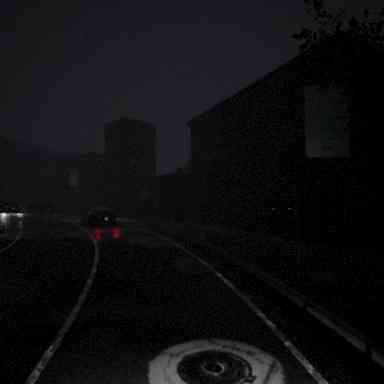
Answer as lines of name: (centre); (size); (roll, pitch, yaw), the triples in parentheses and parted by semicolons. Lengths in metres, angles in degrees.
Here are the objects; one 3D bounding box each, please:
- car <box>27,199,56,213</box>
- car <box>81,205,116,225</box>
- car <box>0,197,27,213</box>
car: (-17.090, 1.529, 37.591); (4.902, 1.511, 2.128); (1, -3, 43)
car: (-7.068, 1.675, 25.120); (1.812, 1.442, 4.674); (2, -1, -29)
car: (-19.689, 1.340, 35.032); (4.892, 1.490, 1.837); (2, -2, 41)
